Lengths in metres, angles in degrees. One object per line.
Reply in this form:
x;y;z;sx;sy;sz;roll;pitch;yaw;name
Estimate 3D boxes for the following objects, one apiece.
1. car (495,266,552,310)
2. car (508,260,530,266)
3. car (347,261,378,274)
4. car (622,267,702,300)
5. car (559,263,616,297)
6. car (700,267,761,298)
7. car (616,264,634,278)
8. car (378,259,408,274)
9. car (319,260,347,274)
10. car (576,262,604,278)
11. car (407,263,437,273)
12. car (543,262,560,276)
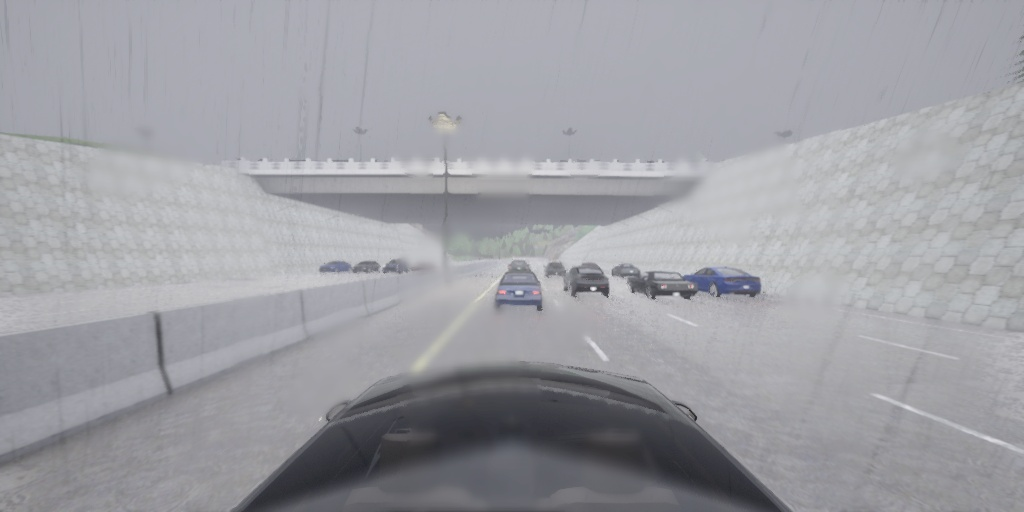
0.306;1.328;14.927;2.033;1.411;5.357;0;0;1;car
0.677;1.177;34.727;2.097;1.767;4.553;0;0;1;car
-16.880;1.288;41.835;1.837;1.490;4.892;0;0;1;car
7.374;1.412;18.170;1.895;1.301;4.718;0;0;1;car
3.896;1.306;19.340;1.837;1.490;4.892;0;0;1;car
10.891;1.302;19.064;1.882;1.535;5.008;0;0;1;car
11.192;1.426;35.462;1.994;1.385;4.181;0;0;1;car
-13.382;1.147;41.683;2.097;1.767;4.553;0;0;1;car
-20.385;1.249;41.591;1.882;1.535;5.008;0;0;1;car
7.690;1.377;35.862;1.812;1.442;4.674;0;0;1;car
-9.907;1.404;40.577;1.895;1.301;4.718;0;0;1;car
4.182;1.343;34.945;1.837;1.490;4.892;0;0;1;car
